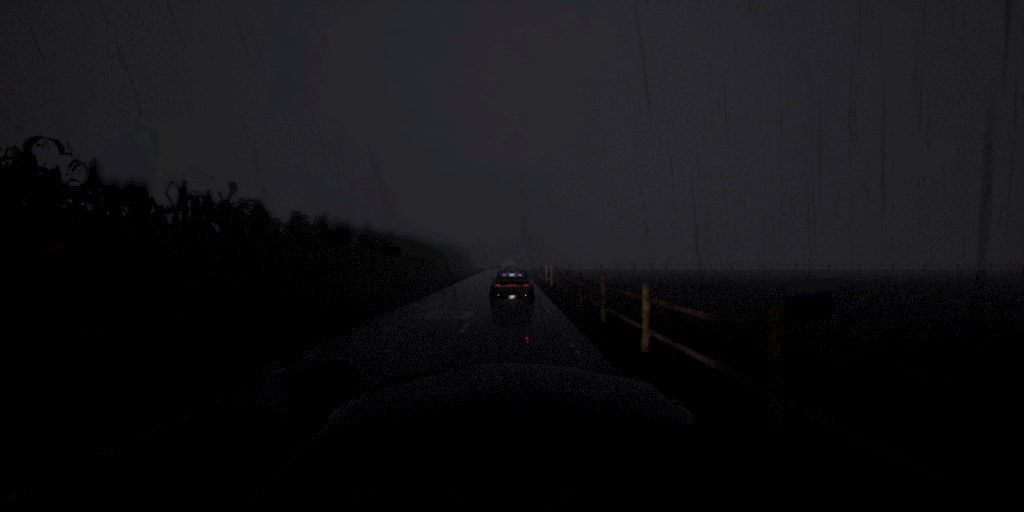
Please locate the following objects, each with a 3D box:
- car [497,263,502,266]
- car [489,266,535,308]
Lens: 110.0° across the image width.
[{"bbox_3d":[0.006,1.558,30.831,2.033,1.411,5.357,0,0,0],"label":"car"},{"bbox_3d":[0.006,1.375,16.149,2.128,1.511,4.902,0,0,0],"label":"car"}]
